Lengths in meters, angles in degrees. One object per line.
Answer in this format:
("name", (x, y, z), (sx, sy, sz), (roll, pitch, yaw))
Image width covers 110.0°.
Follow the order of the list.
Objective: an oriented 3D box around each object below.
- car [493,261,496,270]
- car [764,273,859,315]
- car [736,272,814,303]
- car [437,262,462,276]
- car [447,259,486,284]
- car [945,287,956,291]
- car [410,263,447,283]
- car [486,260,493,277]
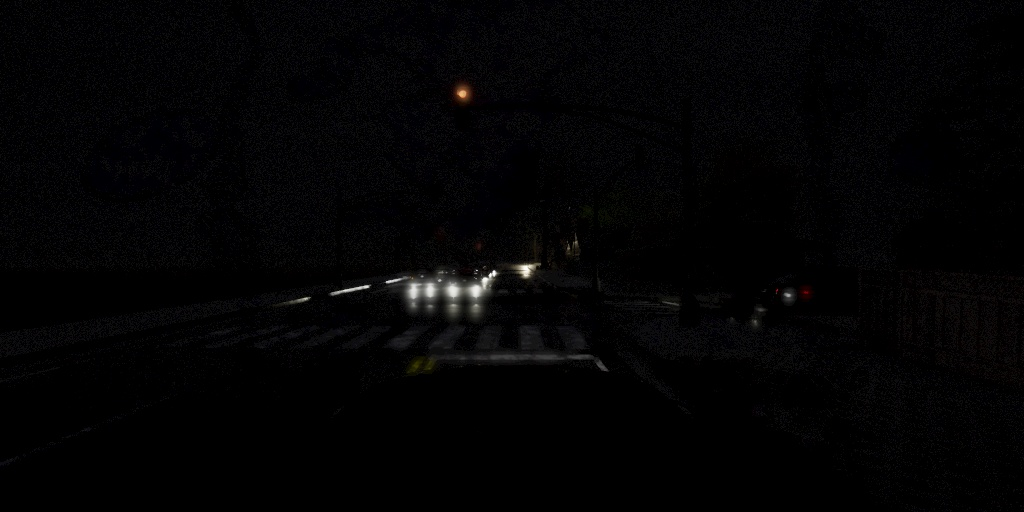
("car", (-3.337, 1.281, 44.622), (1.812, 1.442, 4.674), (0, 0, 0))
("car", (12.479, 1.498, 13.657), (4.181, 1.385, 1.994), (1, -2, -2))
("car", (13.065, 1.508, 16.531), (5.008, 1.535, 1.882), (1, -2, -2))
("car", (-6.596, 1.356, 38.249), (1.895, 1.301, 4.718), (0, 0, 0))
("car", (-3.306, 1.109, 26.833), (2.097, 1.767, 4.553), (0, 0, -1))
("car", (22.953, 1.739, 16.900), (5.357, 1.411, 2.033), (1, -2, -3))
("car", (-6.598, 1.321, 28.293), (1.994, 1.385, 4.181), (0, 0, 0))
("car", (-3.345, 1.108, 35.662), (2.097, 1.767, 4.553), (0, 0, 0))
